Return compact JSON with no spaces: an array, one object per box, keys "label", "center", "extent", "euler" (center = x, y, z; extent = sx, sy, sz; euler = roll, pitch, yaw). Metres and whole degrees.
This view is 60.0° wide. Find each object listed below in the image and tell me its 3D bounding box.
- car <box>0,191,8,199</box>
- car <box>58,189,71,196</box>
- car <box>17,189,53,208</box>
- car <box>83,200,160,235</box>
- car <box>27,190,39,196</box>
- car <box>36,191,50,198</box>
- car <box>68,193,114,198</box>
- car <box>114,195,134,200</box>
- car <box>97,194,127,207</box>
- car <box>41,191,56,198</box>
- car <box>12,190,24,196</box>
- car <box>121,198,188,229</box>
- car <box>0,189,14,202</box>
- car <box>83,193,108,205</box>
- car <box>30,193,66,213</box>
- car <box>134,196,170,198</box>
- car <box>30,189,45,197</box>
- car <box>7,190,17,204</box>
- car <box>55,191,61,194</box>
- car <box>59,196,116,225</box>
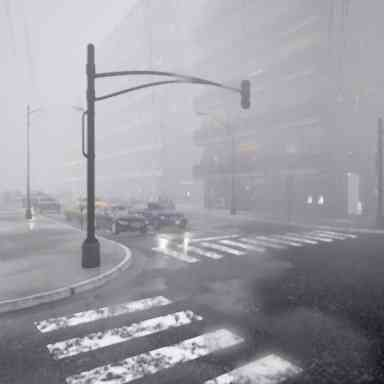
[{"label":"car","center":[-35.868,0.578,62.403],"extent":[1.947,1.339,4.313],"euler":[1,0,-35]},{"label":"car","center":[-22.572,0.468,58.122],"extent":[2.192,1.841,5.009],"euler":[1,0,-35]},{"label":"car","center":[-16.575,0.782,35.129],"extent":[2.192,1.841,5.009],"euler":[1,0,-35]},{"label":"car","center":[-3.720,1.326,16.947],"extent":[2.008,1.369,4.403],"euler":[1,0,-35]},{"label":"car","center":[-38.650,0.328,80.851],"extent":[2.008,1.369,4.403],"euler":[1,0,-35]},{"label":"car","center":[-32.220,0.472,71.760],"extent":[1.887,1.381,4.507],"euler":[1,0,-35]},{"label":"car","center":[-8.706,1.079,28.468],"extent":[1.882,1.535,5.008],"euler":[0,1,-35]},{"label":"car","center":[-6.503,1.084,35.396],"extent":[2.008,1.369,4.403],"euler":[1,0,-35]},{"label":"car","center":[-9.717,1.007,39.941],"extent":[2.008,1.369,4.403],"euler":[1,0,-35]},{"label":"car","center":[-29.005,0.553,67.214],"extent":[2.008,1.369,4.403],"euler":[1,0,-35]},{"label":"car","center":[-43.249,0.249,82.678],"extent":[2.128,1.511,4.902],"euler":[0,1,-35]},{"label":"car","center":[-2.145,1.285,19.182],"extent":[1.812,1.442,4.674],"euler":[0,1,-37]},{"label":"car","center":[-26.219,0.553,48.765],"extent":[2.192,1.841,5.009],"euler":[1,0,-35]},{"label":"car","center":[-13.030,0.903,44.625],"extent":[1.752,1.417,4.829],"euler":[1,0,-35]},{"label":"car","center":[-13.365,1.088,30.584],"extent":[1.887,1.381,4.507],"euler":[1,0,-35]},{"label":"car","center":[-3.287,1.050,30.850],"extent":[1.967,1.590,4.097],"euler":[1,0,-35]},{"label":"car","center":[-35.431,0.167,76.303],"extent":[2.192,1.841,5.009],"euler":[1,0,-35]},{"label":"car","center":[-22.910,0.842,44.082],"extent":[1.752,1.417,4.829],"euler":[1,0,-35]},{"label":"car","center":[-18.540,0.931,42.442],"extent":[1.994,1.385,4.181],"euler":[0,1,-35]},{"label":"car","center":[-6.836,1.225,21.354],"extent":[1.752,1.417,4.829],"euler":[1,0,-35]}]
